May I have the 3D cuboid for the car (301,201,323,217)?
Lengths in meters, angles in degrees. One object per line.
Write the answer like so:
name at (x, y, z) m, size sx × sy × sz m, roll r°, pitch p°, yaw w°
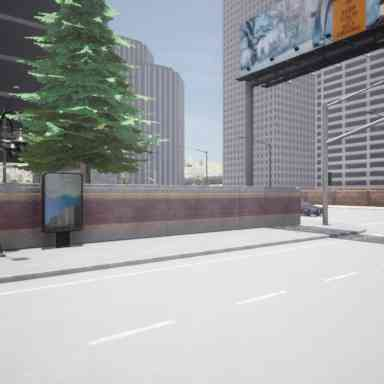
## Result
car at (10.468, 1.572, 31.921) m, size 1.994 × 1.385 × 4.181 m, roll 0°, pitch 0°, yaw -35°
